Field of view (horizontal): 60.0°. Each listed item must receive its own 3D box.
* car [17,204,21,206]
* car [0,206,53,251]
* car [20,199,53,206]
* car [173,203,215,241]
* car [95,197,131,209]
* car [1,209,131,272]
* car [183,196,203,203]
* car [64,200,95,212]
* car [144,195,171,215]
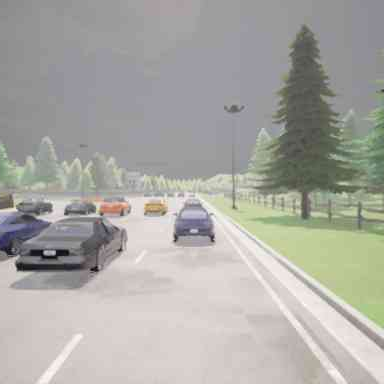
[{"bbox_3d":[-10.407,1.498,15.952,1.994,1.385,4.181,0,0,0],"label":"car"},{"bbox_3d":[-6.915,1.473,12.697,1.812,1.442,4.674,0,1,0],"label":"car"},{"bbox_3d":[-14.320,1.365,30.595,2.128,1.511,4.902,0,0,-5],"label":"car"},{"bbox_3d":[0.084,1.459,16.222,1.812,1.442,4.674,0,0,0],"label":"car"},{"bbox_3d":[-6.907,1.227,30.361,2.097,1.767,4.553,0,0,0],"label":"car"},{"bbox_3d":[-3.417,1.504,10.530,2.033,1.411,5.357,0,0,0],"label":"car"},{"bbox_3d":[0.085,1.396,31.634,1.812,1.442,4.674,0,0,0],"label":"car"},{"bbox_3d":[-10.406,1.435,31.306,1.994,1.385,4.181,0,0,0],"label":"car"},{"bbox_3d":[-3.404,1.345,32.185,1.882,1.535,5.008,0,0,0],"label":"car"}]
